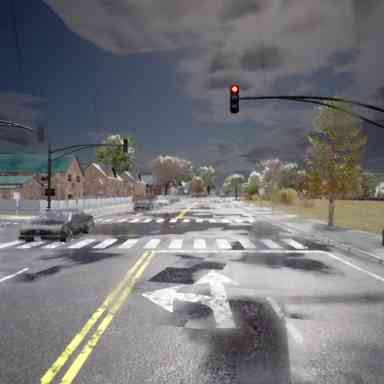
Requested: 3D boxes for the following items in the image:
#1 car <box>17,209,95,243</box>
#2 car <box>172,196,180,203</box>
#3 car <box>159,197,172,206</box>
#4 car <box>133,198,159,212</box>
[{"bbox_3d":[-6.362,1.563,16.427,2.033,1.411,5.357,0,0,1],"label":"car"},{"bbox_3d":[-3.662,1.660,72.934,1.812,1.442,4.674,0,0,4],"label":"car"},{"bbox_3d":[-4.877,1.628,55.161,1.812,1.442,4.674,0,0,3],"label":"car"},{"bbox_3d":[-5.673,1.604,39.706,2.033,1.411,5.357,0,0,2],"label":"car"}]
